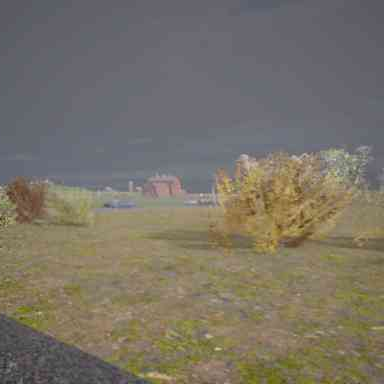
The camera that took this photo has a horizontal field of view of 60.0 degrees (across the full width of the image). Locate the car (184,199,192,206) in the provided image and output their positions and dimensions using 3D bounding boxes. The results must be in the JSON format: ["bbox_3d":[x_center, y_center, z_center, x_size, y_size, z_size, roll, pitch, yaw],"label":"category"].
[{"bbox_3d":[0.446,2.041,64.972,1.895,1.301,4.718,-1,-1,36],"label":"car"}]

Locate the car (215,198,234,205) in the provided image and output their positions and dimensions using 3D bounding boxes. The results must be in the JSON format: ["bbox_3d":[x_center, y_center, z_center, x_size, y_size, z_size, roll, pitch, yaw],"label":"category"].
[{"bbox_3d":[6.712,1.941,67.687,1.812,1.442,4.674,-1,-1,36],"label":"car"}]

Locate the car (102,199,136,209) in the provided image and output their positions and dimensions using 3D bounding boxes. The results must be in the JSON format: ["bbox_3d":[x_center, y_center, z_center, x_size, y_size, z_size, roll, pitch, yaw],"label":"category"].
[{"bbox_3d":[-10.754,1.721,49.556,2.033,1.411,5.357,-1,-1,36],"label":"car"}]

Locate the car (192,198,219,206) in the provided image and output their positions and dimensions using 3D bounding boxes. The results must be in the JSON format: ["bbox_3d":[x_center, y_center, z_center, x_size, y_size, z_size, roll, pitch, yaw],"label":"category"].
[{"bbox_3d":[2.569,1.862,61.872,1.812,1.442,4.674,-1,-1,36],"label":"car"}]
